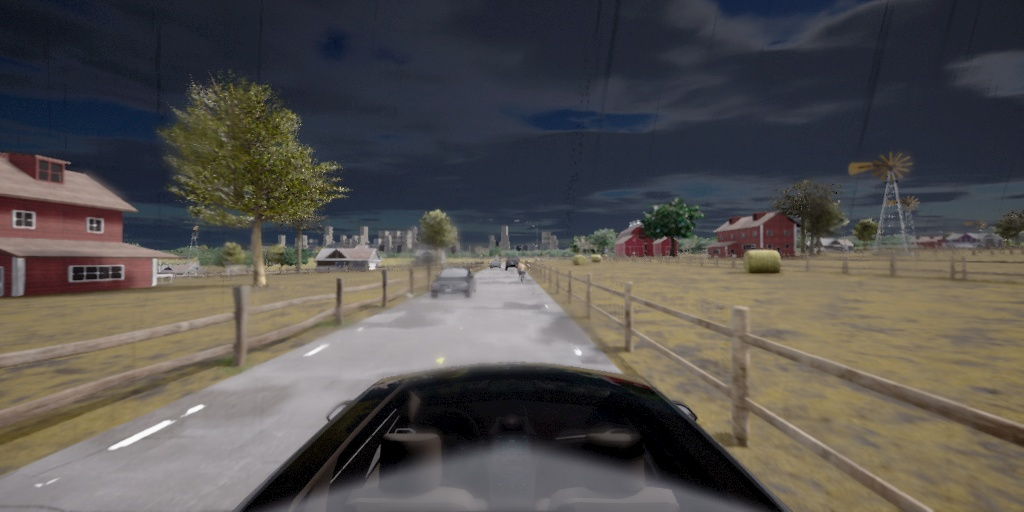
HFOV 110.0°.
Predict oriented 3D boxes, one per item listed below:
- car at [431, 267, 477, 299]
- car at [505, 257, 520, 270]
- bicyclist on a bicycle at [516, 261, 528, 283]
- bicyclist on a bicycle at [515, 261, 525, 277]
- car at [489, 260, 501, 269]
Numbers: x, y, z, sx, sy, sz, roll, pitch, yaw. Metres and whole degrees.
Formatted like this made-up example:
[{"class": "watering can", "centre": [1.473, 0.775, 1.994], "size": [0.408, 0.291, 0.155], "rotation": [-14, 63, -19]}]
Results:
[{"class": "car", "centre": [-2.841, 1.292, 18.357], "size": [1.812, 1.442, 4.674], "rotation": [0, 0, 0]}, {"class": "car", "centre": [0.053, 1.160, 56.512], "size": [2.150, 2.045, 5.566], "rotation": [0, 0, 1]}, {"class": "bicyclist on a bicycle", "centre": [0.784, 1.234, 27.062], "size": [0.866, 1.612, 1.509], "rotation": [0, -1, 0]}, {"class": "bicyclist on a bicycle", "centre": [0.785, 1.269, 35.475], "size": [0.866, 1.612, 1.509], "rotation": [0, 0, 0]}, {"class": "car", "centre": [-2.760, 1.463, 60.402], "size": [1.837, 1.490, 4.892], "rotation": [0, 0, 1]}]
